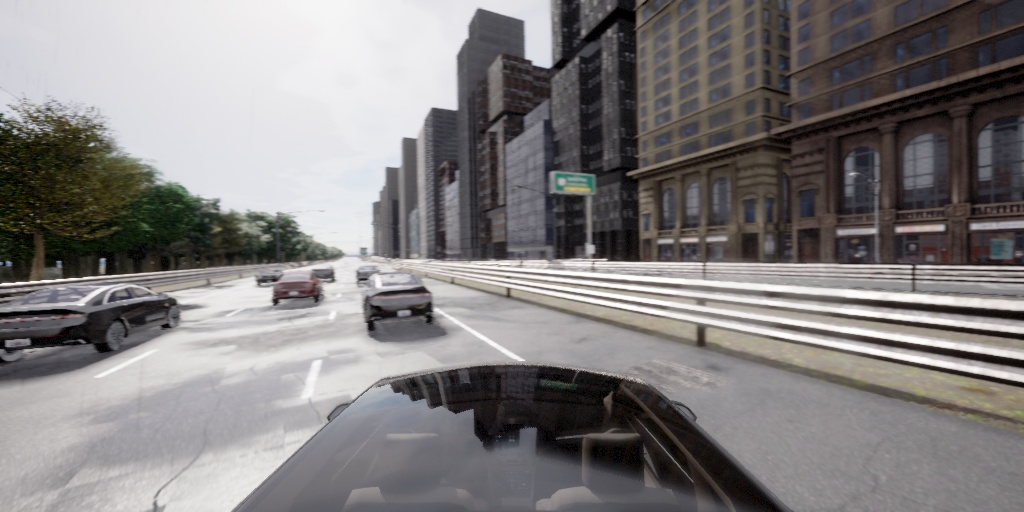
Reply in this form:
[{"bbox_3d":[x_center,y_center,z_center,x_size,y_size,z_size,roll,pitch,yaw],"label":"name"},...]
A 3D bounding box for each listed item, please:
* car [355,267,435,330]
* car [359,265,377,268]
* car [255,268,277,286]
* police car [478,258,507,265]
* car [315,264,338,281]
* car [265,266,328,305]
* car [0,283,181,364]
[{"bbox_3d":[-3.780,1.277,11.486,2.128,1.511,4.902,-1,0,-24],"label":"car"},{"bbox_3d":[-11.410,1.428,28.557,2.033,1.411,5.357,-1,0,-24],"label":"car"},{"bbox_3d":[-19.488,1.670,29.477,1.895,1.301,4.718,-1,0,-24],"label":"car"},{"bbox_3d":[-2.916,1.130,51.226,1.930,1.638,5.238,-2,0,-43],"label":"police car"},{"bbox_3d":[-16.872,1.485,32.200,2.128,1.511,4.902,-1,0,-24],"label":"car"},{"bbox_3d":[-10.223,1.434,17.332,1.812,1.442,4.674,-1,0,-24],"label":"car"},{"bbox_3d":[-10.333,1.446,8.998,2.128,1.511,4.902,-1,0,-24],"label":"car"}]
